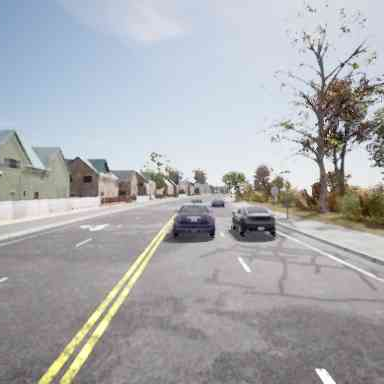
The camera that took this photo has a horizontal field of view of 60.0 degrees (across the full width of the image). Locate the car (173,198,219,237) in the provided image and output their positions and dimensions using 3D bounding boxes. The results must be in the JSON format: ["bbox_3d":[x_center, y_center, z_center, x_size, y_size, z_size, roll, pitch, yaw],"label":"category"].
[{"bbox_3d":[0.113,1.376,18.235,2.097,1.767,4.553,0,0,0],"label":"car"}]

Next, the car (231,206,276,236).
[{"bbox_3d":[3.363,1.529,18.589,1.837,1.490,4.892,0,0,0],"label":"car"}]

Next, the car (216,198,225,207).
[{"bbox_3d":[4.021,1.611,51.025,1.994,1.385,4.181,0,0,3],"label":"car"}]
